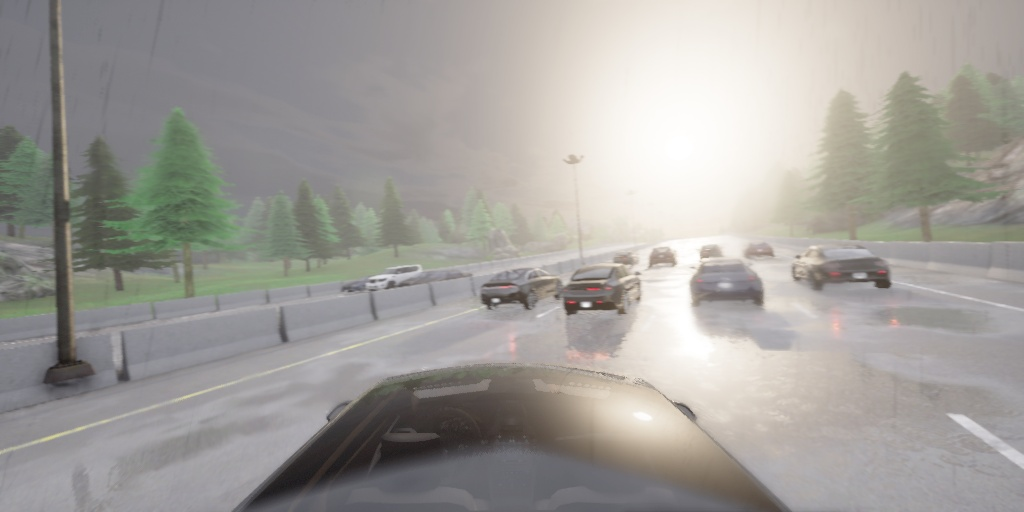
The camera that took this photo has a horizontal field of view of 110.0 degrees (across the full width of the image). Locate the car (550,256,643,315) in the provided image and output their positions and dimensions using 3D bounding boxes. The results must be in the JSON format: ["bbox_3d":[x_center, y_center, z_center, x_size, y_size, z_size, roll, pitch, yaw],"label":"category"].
[{"bbox_3d":[3.201,1.015,12.254,1.837,1.490,4.892,-5,0,28],"label":"car"}]

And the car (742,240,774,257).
[{"bbox_3d":[20.847,-0.607,30.573,1.994,1.385,4.181,-5,1,28],"label":"car"}]

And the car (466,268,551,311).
[{"bbox_3d":[0.561,1.242,14.722,2.128,1.511,4.902,-5,0,28],"label":"car"}]

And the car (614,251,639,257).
[{"bbox_3d":[10.865,0.255,34.103,1.837,1.490,4.892,-5,1,28],"label":"car"}]

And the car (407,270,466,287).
[{"bbox_3d":[-4.980,1.798,27.000,2.033,1.411,5.357,-5,0,28],"label":"car"}]

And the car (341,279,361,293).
[{"bbox_3d":[-13.270,2.546,33.709,2.033,1.411,5.357,-5,0,28],"label":"car"}]

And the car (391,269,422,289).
[{"bbox_3d":[-7.191,1.995,30.274,2.033,1.411,5.357,-5,0,28],"label":"car"}]

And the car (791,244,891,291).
[{"bbox_3d":[11.276,0.307,12.573,1.812,1.442,4.674,-5,0,28],"label":"car"}]

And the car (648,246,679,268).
[{"bbox_3d":[12.908,-0.071,30.539,2.097,1.767,4.553,-5,0,28],"label":"car"}]

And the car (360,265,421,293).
[{"bbox_3d":[-10.239,1.944,32.030,2.150,2.045,5.566,-5,0,28],"label":"car"}]

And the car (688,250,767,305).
[{"bbox_3d":[7.026,0.729,12.006,1.994,1.385,4.181,-5,0,28],"label":"car"}]

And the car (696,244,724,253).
[{"bbox_3d":[16.977,-0.299,30.734,1.837,1.490,4.892,-5,1,28],"label":"car"}]
